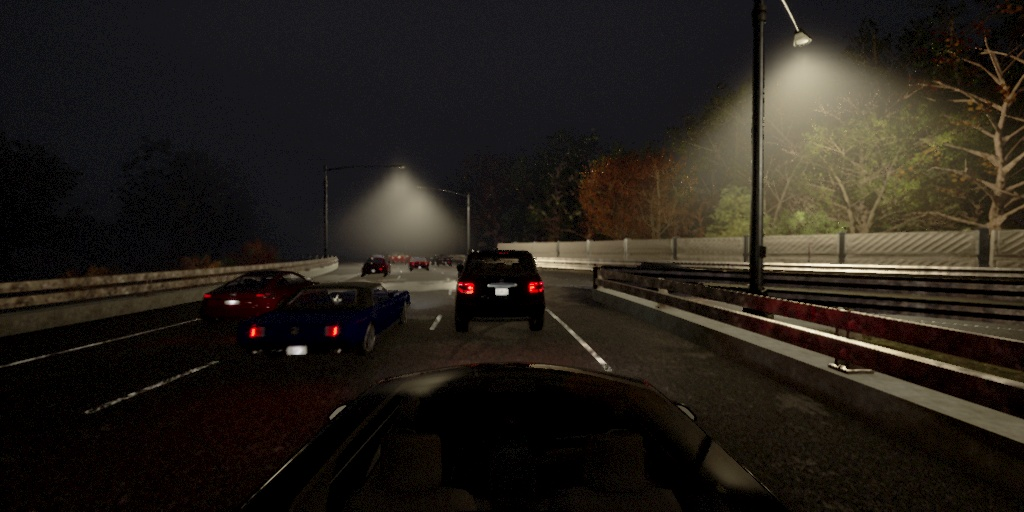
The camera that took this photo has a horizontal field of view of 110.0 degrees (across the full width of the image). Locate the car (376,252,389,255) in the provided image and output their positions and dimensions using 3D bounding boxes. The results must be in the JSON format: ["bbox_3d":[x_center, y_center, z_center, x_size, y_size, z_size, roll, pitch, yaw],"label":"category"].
[{"bbox_3d":[-18.665,0.540,49.183,2.033,1.411,5.357,0,1,-27],"label":"car"}]

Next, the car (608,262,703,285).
[{"bbox_3d":[7.100,1.018,18.132,1.812,1.442,4.674,-1,1,-39],"label":"car"}]

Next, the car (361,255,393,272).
[{"bbox_3d":[-10.729,0.850,28.425,1.812,1.442,4.674,0,1,-15],"label":"car"}]

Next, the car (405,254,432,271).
[{"bbox_3d":[-9.821,0.783,37.344,1.895,1.301,4.718,0,1,-19],"label":"car"}]

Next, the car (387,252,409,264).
[{"bbox_3d":[-17.487,0.265,54.238,2.097,1.767,4.553,0,1,-28],"label":"car"}]

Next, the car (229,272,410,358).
[{"bbox_3d":[-3.714,1.247,8.189,1.895,1.301,4.718,0,1,-3],"label":"car"}]

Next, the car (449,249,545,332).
[{"bbox_3d":[-0.441,0.832,10.499,2.150,2.045,5.566,0,1,-5],"label":"car"}]

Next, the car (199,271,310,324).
[{"bbox_3d":[-7.553,1.158,11.388,1.994,1.385,4.181,0,1,-6],"label":"car"}]

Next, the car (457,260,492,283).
[{"bbox_3d":[-2.717,0.981,25.019,1.895,1.301,4.718,0,1,-12],"label":"car"}]

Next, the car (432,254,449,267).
[{"bbox_3d":[-8.970,0.564,44.970,1.837,1.490,4.892,0,0,-25],"label":"car"}]
